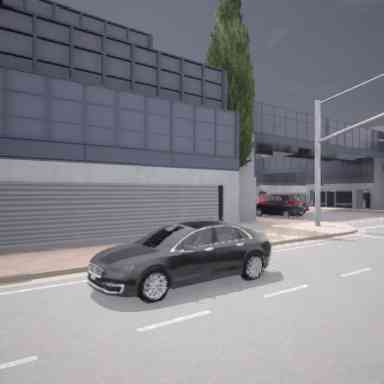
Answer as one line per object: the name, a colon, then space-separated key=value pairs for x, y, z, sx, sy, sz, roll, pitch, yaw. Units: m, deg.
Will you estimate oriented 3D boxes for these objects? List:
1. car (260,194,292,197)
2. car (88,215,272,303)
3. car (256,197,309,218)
car: x=9.167 y=1.221 z=34.007 sx=2.150 sy=2.045 sz=5.566 roll=0 pitch=0 yaw=-35
car: x=-0.077 y=1.505 z=8.299 sx=4.892 sy=1.490 sz=1.837 roll=0 pitch=0 yaw=-36
car: x=7.729 y=1.478 z=30.046 sx=1.882 sy=1.535 sz=5.008 roll=0 pitch=0 yaw=-37
